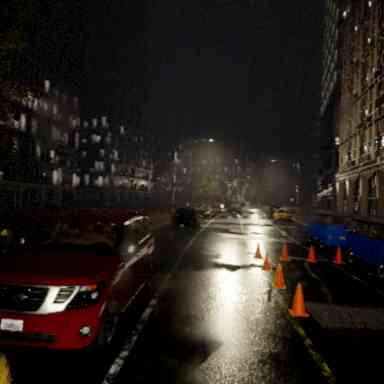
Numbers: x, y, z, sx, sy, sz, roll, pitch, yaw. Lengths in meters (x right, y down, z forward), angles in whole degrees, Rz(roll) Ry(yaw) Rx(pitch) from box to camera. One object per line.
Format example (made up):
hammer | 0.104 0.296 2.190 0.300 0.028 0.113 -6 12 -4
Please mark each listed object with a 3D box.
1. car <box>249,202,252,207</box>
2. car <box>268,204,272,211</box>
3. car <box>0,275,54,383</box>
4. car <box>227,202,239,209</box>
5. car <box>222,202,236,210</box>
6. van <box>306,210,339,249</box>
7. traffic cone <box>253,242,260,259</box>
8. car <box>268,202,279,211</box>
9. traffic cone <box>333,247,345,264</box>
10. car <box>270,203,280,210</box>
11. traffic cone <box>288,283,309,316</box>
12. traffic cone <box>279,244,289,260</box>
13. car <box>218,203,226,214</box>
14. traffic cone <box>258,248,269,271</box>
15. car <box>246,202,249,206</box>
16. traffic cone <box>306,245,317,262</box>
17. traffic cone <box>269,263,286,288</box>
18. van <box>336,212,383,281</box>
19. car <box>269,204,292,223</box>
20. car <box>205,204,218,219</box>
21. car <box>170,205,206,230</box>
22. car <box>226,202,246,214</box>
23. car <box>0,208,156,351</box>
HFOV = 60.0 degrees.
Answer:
car | 14.823 3.310 88.539 2.008 1.369 4.403 3 -1 19
car | 10.260 2.493 40.033 1.947 1.339 4.313 3 0 11
car | -2.307 1.427 0.645 1.752 1.417 4.829 4 -1 3
car | 8.315 2.720 67.596 1.752 1.417 4.829 3 -1 15
car | 6.953 2.633 62.445 1.947 1.339 4.313 3 -1 14
van | 6.953 1.853 16.730 1.690 1.788 3.998 4 -1 6
traffic cone | 2.518 2.220 12.666 0.340 0.580 0.340 3 -1 4
car | 16.770 2.998 68.086 1.967 1.590 4.097 3 0 16
traffic cone | 5.509 2.353 12.478 0.340 0.580 0.340 3 -1 4
car | 18.346 3.240 73.500 1.887 1.381 4.507 3 0 17
traffic cone | 2.145 2.133 6.678 0.340 0.580 0.340 3 -1 4
traffic cone | 3.515 2.264 12.603 0.340 0.580 0.340 3 -1 4
car | 3.244 2.277 46.027 1.802 1.307 4.206 4 -1 11
traffic cone | 2.394 2.191 10.670 0.340 0.580 0.340 3 -1 4
car | 11.429 3.022 78.273 2.008 1.369 4.403 3 0 17
traffic cone | 4.512 2.309 12.541 0.340 0.580 0.340 3 -1 4
traffic cone | 2.269 2.162 8.674 0.340 0.580 0.340 3 -1 4
van | 6.406 1.761 10.893 1.690 1.788 3.998 4 -1 5
car | 9.297 2.345 34.440 1.752 1.417 4.829 4 0 9
car | 1.248 2.036 34.861 1.947 1.339 4.313 4 -1 9
car | -0.349 1.829 23.573 1.947 1.339 4.313 4 -1 7
car | 6.204 2.389 47.537 2.033 1.411 5.357 2 -1 12
car | -1.958 1.301 6.474 2.192 1.841 5.009 4 -1 4
